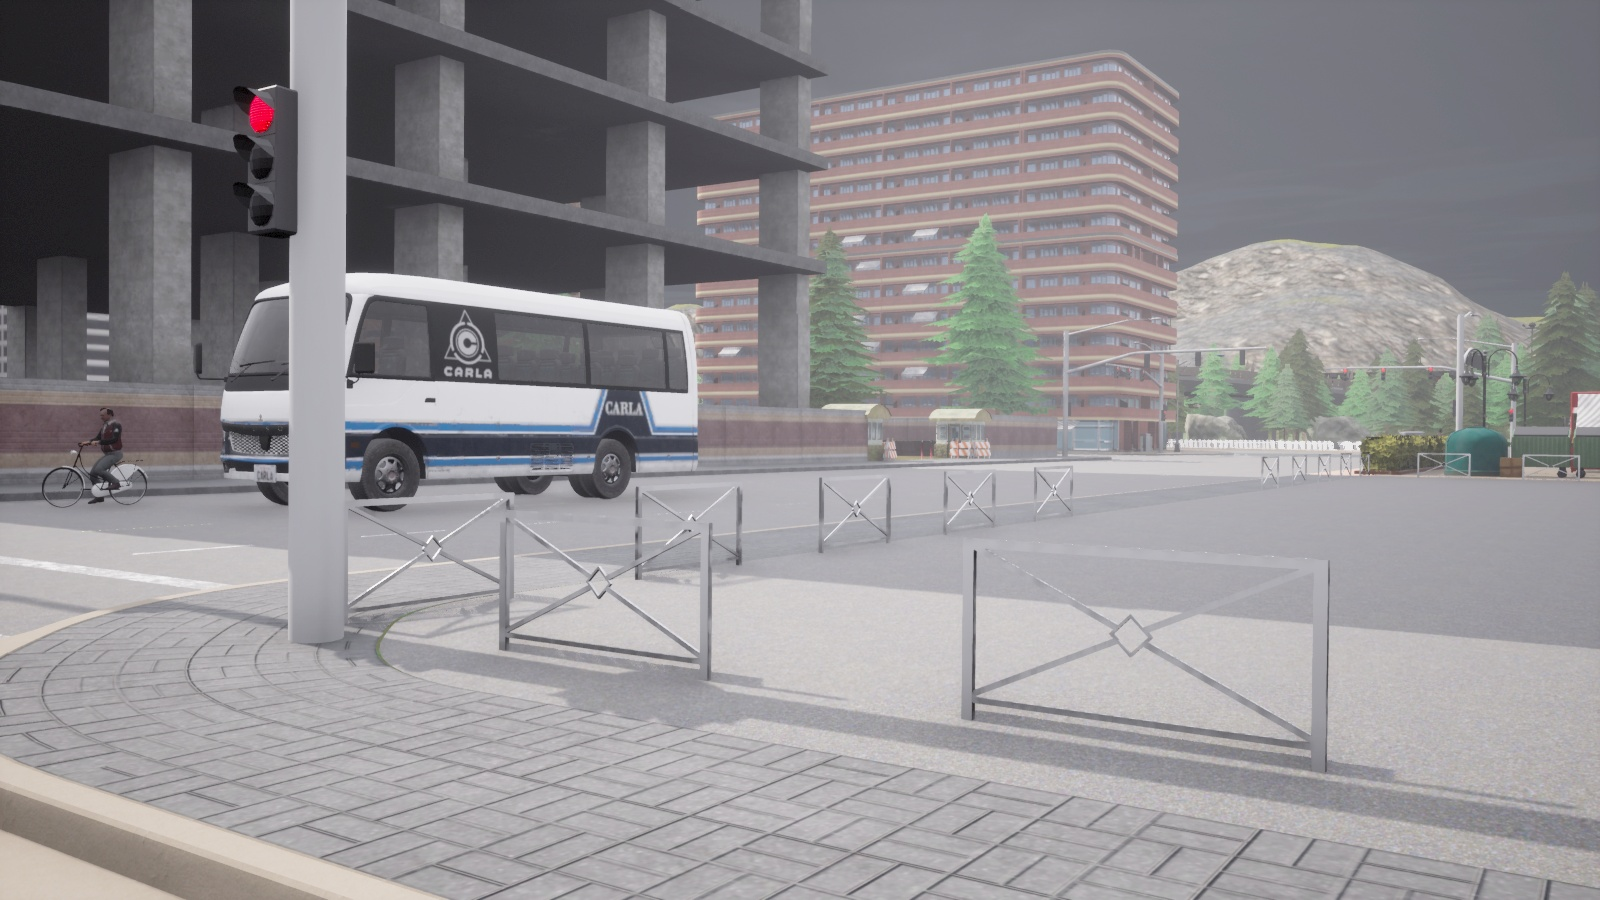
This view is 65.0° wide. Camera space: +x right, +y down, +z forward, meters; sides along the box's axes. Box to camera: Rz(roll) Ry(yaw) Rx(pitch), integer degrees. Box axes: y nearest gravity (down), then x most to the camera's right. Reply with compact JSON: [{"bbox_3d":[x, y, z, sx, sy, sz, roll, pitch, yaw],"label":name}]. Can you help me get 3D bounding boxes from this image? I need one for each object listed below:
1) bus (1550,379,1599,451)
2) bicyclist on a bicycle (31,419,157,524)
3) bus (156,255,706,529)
[{"bbox_3d":[50.595,-2.120,74.497,10.273,4.253,3.944,0,1,34],"label":"bus"},{"bbox_3d":[-12.481,0.356,22.252,0.659,1.776,1.843,0,1,33],"label":"bicyclist on a bicycle"},{"bbox_3d":[-6.591,-0.980,24.827,3.944,4.253,10.273,0,1,33],"label":"bus"}]
